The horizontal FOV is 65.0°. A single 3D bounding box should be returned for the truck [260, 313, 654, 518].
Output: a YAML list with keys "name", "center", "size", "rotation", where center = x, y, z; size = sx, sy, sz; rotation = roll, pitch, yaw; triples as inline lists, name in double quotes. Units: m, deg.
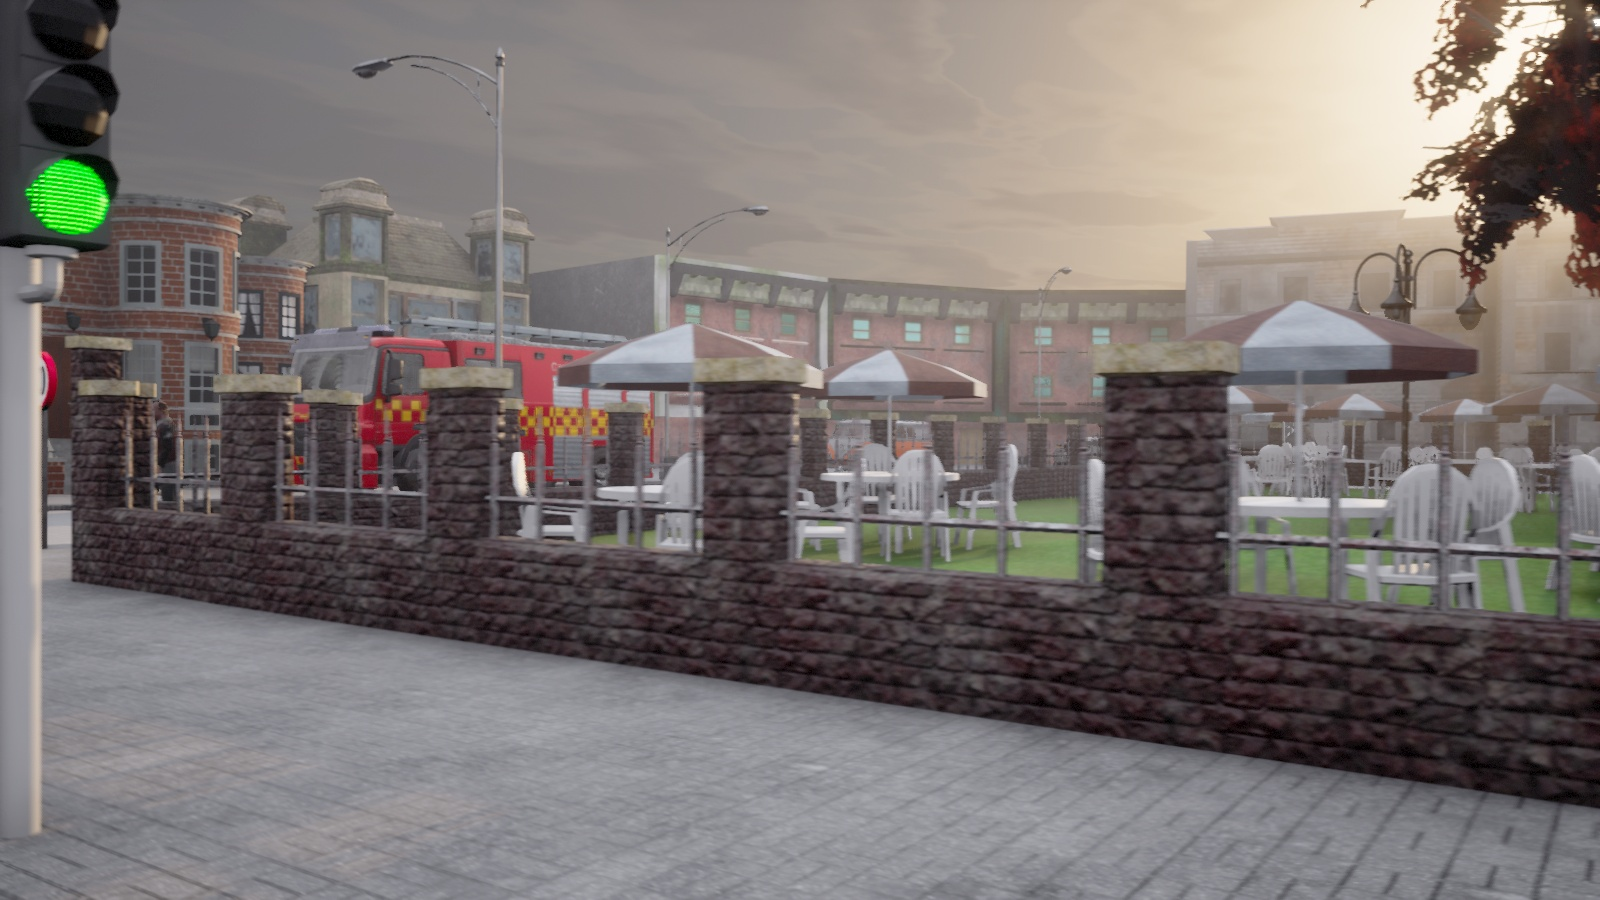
- name: "truck"
  center: [-7.148, -0.709, 27.718]
  size: [2.891, 3.827, 8.468]
  rotation: [0, 1, 35]

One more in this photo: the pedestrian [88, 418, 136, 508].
- name: "pedestrian"
  center: [-14.397, 0.258, 26.286]
  size: [0.540, 1.848, 0.694]
  rotation: [0, 1, 34]

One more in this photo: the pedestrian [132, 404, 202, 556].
- name: "pedestrian"
  center: [-7.886, 0.356, 15.656]
  size: [0.720, 1.854, 0.376]
  rotation: [-1, 1, -32]

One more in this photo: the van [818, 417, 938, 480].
- name: "van"
  center: [2.671, -0.075, 42.063]
  size: [1.775, 1.987, 4.442]
  rotation: [0, 1, 39]

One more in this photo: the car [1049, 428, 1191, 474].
- name: "car"
  center: [11.190, 0.009, 43.862]
  size: [4.514, 1.525, 2.007]
  rotation: [-1, 1, -23]

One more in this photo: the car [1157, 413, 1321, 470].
- name: "car"
  center: [16.542, -0.319, 47.336]
  size: [5.566, 2.045, 2.150]
  rotation: [0, 1, 28]
